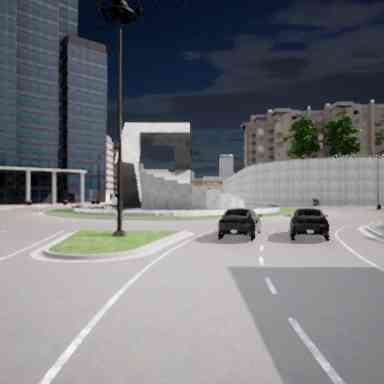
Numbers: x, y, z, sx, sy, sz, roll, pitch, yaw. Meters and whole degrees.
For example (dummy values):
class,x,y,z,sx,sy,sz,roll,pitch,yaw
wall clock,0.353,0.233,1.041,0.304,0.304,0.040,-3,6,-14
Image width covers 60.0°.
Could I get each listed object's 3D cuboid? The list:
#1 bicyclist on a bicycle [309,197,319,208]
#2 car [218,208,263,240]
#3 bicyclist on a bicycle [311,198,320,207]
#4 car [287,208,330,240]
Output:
class,x,y,z,sx,sy,sz,roll,pitch,yaw
bicyclist on a bicycle,21.605,1.798,58.909,1.656,1.620,0.582,-10,5,-30
car,2.655,1.631,17.978,1.837,1.490,4.892,0,0,16
bicyclist on a bicycle,21.941,1.831,58.384,1.656,1.620,0.582,-6,11,-28
car,6.266,1.631,17.953,1.837,1.490,4.892,-1,-1,17
